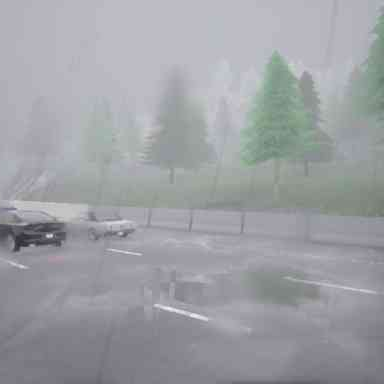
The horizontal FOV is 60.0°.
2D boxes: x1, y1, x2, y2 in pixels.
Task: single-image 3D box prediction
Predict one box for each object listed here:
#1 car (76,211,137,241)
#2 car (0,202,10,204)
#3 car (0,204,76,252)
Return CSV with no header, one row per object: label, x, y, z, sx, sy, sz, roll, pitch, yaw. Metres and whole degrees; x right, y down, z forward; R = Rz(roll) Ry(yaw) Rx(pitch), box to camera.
car,-4.979,1.614,16.661,4.718,1.301,1.895,0,0,40
car,-15.221,1.482,25.879,5.008,1.535,1.882,0,0,44
car,-7.197,1.482,13.954,5.008,1.535,1.882,0,0,40
